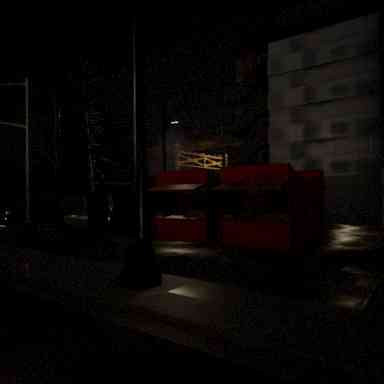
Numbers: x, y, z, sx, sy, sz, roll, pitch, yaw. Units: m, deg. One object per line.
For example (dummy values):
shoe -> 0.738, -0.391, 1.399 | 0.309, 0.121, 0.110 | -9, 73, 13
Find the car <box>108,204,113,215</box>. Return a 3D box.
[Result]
car -> -7.181, 1.666, 34.121 | 1.812, 1.442, 4.674 | -1, -1, 36

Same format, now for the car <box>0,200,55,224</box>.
car -> -12.892, 1.494, 26.272 | 2.097, 1.767, 4.553 | -1, -1, 36
